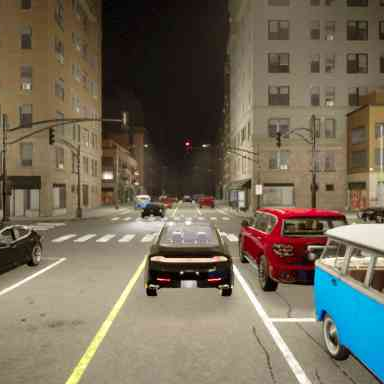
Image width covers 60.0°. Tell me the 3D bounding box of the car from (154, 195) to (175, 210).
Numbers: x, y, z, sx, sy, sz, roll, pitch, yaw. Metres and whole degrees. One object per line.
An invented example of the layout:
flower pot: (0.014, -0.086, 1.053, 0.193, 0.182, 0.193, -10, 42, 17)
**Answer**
car: (-3.498, 1.520, 43.199, 1.812, 1.442, 4.674, 0, 0, -1)

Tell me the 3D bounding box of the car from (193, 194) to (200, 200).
car: (1.206, 1.422, 94.897, 1.967, 1.590, 4.097, 0, 0, -1)

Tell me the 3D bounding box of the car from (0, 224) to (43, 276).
car: (-5.504, 1.566, 8.755, 1.947, 1.339, 4.313, 0, 0, -1)

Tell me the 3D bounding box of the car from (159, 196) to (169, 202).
car: (-6.598, 1.537, 78.554, 2.008, 1.369, 4.403, 0, 0, -1)

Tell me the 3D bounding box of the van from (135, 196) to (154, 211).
van: (-6.021, 1.336, 40.715, 1.690, 1.788, 3.998, 0, 0, -1)

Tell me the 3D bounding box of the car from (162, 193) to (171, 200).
car: (-6.764, 1.298, 89.365, 2.192, 1.841, 5.009, 0, 0, -1)

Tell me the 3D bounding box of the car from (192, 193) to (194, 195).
car: (1.651, 1.304, 67.870, 2.192, 1.841, 5.009, 0, 0, -1)

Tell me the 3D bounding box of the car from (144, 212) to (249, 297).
car: (-0.061, 1.491, 8.583, 2.128, 1.511, 4.902, 0, 0, 0)

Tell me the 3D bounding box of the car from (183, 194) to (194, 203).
car: (-0.909, 1.590, 66.527, 1.895, 1.301, 4.718, 0, 0, -1)

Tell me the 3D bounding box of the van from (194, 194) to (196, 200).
van: (1.740, 1.331, 62.464, 1.690, 1.788, 3.998, 0, 0, -1)

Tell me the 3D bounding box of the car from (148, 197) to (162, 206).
car: (-6.268, 1.536, 56.931, 1.887, 1.381, 4.507, 0, 0, -1)

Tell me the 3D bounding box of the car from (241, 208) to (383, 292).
car: (2.520, 1.315, 8.880, 2.192, 1.841, 5.009, 0, 0, -1)

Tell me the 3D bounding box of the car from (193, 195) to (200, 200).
car: (1.293, 1.509, 89.662, 1.752, 1.417, 4.829, 0, 0, -1)

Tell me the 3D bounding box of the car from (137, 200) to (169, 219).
car: (-3.281, 1.598, 28.934, 1.895, 1.301, 4.718, 0, 0, -1)

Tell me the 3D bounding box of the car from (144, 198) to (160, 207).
car: (-6.186, 1.559, 51.526, 1.947, 1.339, 4.313, 0, 0, -1)

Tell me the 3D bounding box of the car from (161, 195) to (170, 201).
car: (-6.681, 1.550, 83.959, 1.947, 1.339, 4.313, 0, 0, -1)

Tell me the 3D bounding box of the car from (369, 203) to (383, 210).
car: (14.523, 1.418, 23.943, 4.902, 1.511, 2.128, 0, 0, -1)

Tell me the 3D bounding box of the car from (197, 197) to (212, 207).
car: (1.918, 1.544, 51.653, 2.008, 1.369, 4.403, 0, 0, -1)

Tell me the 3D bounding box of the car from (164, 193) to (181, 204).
car: (-3.783, 1.341, 64.942, 2.097, 1.767, 4.553, 0, 0, 0)

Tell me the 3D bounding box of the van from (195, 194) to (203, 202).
van: (1.562, 1.329, 73.275, 1.690, 1.788, 3.998, 0, 0, -1)

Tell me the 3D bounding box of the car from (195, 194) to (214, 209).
car: (2.007, 1.309, 46.247, 2.192, 1.841, 5.009, 0, 0, -1)

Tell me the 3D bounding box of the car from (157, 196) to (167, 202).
car: (-6.513, 1.513, 72.979, 1.752, 1.417, 4.829, 0, 0, -1)

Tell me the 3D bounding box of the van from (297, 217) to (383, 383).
van: (2.606, 1.341, 3.369, 1.690, 1.788, 3.998, 0, 0, -1)
